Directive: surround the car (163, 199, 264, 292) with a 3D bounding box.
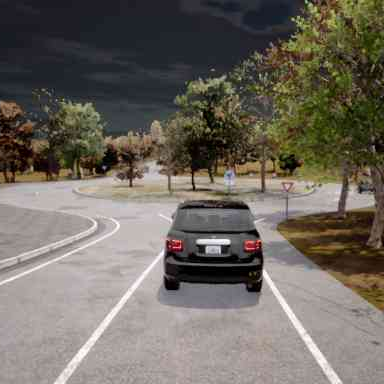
[{"bbox_3d":[0.559,1.202,9.107,2.150,2.045,5.566,0,0,3],"label":"car"}]

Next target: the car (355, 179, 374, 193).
[{"bbox_3d":[20.547,-0.820,39.410,2.128,1.511,4.902,2,6,20],"label":"car"}]
